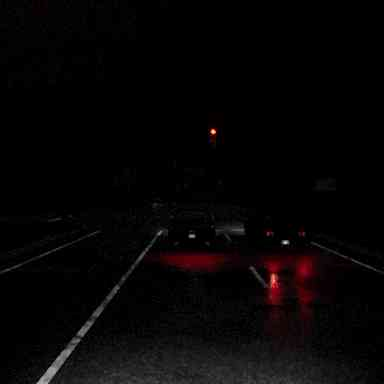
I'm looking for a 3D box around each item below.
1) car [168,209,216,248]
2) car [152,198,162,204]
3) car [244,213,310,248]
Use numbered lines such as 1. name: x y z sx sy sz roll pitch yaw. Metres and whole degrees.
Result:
1. car: 0.000 1.461 14.651 1.882 1.535 5.008 0 0 0
2. car: -8.295 2.052 79.180 1.812 1.442 4.674 0 -1 -16
3. car: 3.500 1.593 14.681 1.895 1.301 4.718 0 0 0
